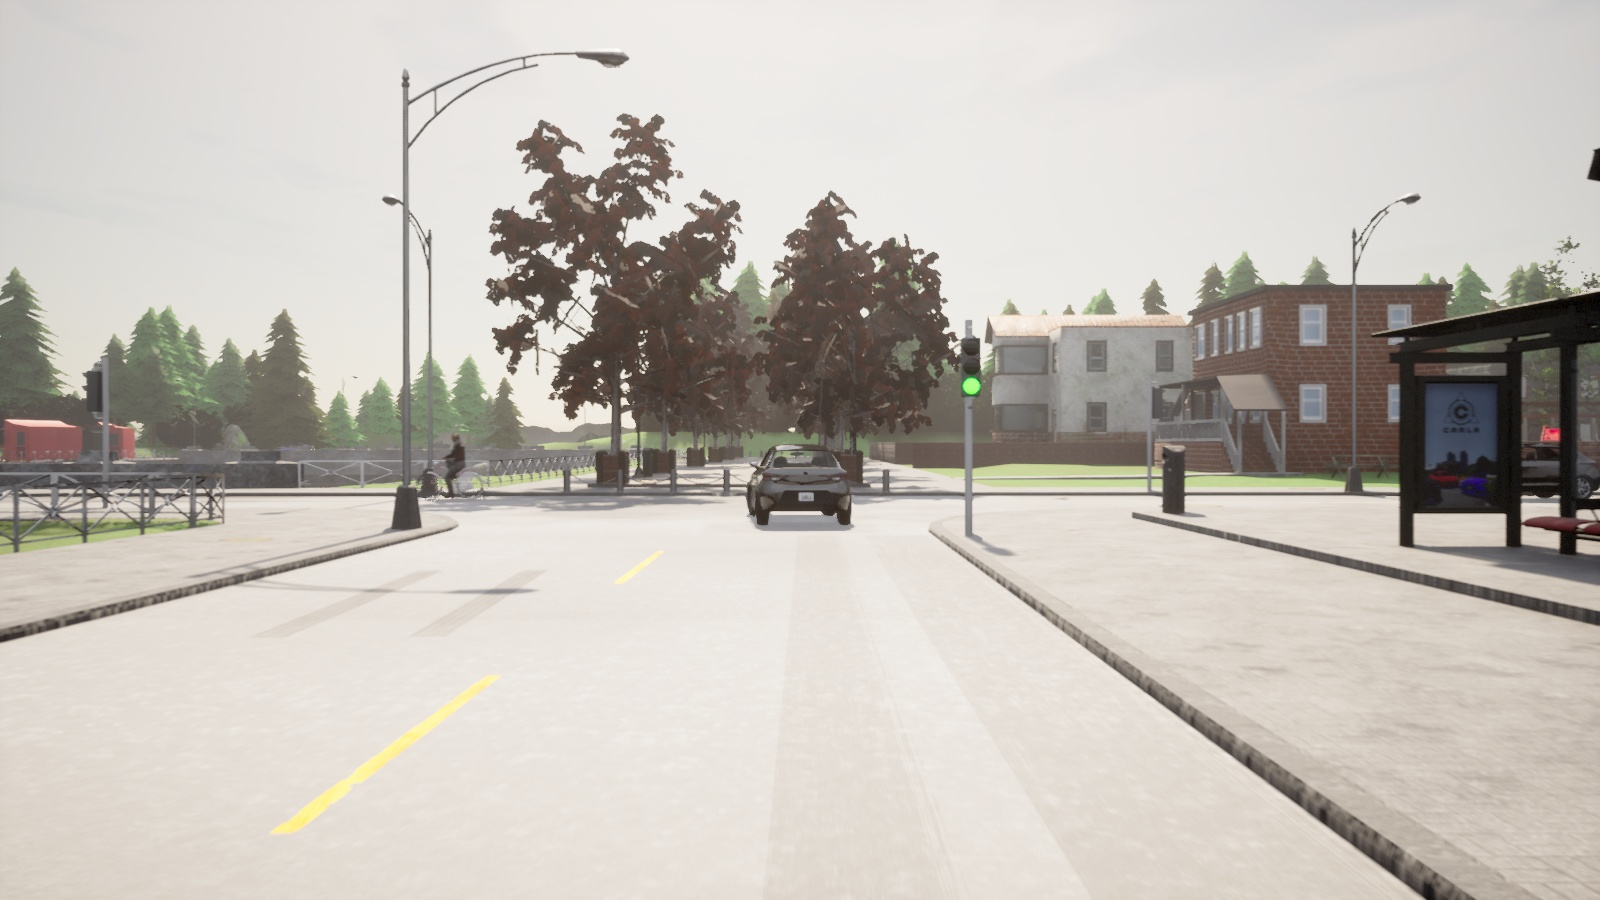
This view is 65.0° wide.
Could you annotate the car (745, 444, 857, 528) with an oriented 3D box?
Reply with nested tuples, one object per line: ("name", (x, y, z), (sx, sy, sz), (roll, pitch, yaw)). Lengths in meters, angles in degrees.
("car", (-0.072, 0.623, 24.347), (1.816, 1.474, 4.193), (0, 0, -5))

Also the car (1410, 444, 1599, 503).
("car", (18.424, 0.591, 32.682), (4.193, 1.474, 1.816), (0, 0, 0))

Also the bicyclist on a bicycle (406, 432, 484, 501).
("bicyclist on a bicycle", (-9.256, 0.425, 32.768), (1.843, 1.776, 0.659), (0, 1, 8))
